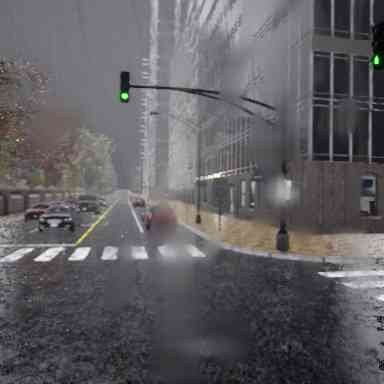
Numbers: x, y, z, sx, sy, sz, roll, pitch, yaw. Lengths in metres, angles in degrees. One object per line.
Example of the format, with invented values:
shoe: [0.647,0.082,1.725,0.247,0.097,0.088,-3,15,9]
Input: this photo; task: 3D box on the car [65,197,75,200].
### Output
car: [-12.615,1.491,31.222,2.008,1.369,4.403,1,0,-11]

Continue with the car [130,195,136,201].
car: [-16.720,1.685,94.146,1.802,1.307,4.206,1,0,-11]

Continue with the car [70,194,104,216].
car: [-10.372,1.210,33.229,2.150,2.045,5.566,1,0,-11]

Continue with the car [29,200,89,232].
car: [-7.657,1.459,19.703,2.128,1.511,4.902,1,0,-11]

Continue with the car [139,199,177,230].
car: [-2.157,1.513,21.737,1.967,1.590,4.097,1,0,-11]

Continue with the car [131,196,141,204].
car: [-11.153,1.645,66.463,1.752,1.417,4.829,1,0,-11]

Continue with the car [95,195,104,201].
car: [-22.698,1.545,81.367,1.802,1.307,4.206,1,0,-11]

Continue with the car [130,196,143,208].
car: [-7.760,1.678,49.584,1.947,1.339,4.313,1,0,-11]

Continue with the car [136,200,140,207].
car: [-3.280,1.647,27.305,1.947,1.339,4.313,1,0,-11]

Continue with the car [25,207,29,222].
car: [-11.494,1.476,25.651,1.887,1.381,4.507,1,0,-11]

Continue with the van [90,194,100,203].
van: [-20.452,1.310,70.225,1.690,1.788,3.998,1,0,-11]

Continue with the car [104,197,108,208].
car: [-13.578,1.517,49.465,1.837,1.490,4.892,1,-1,-11]
